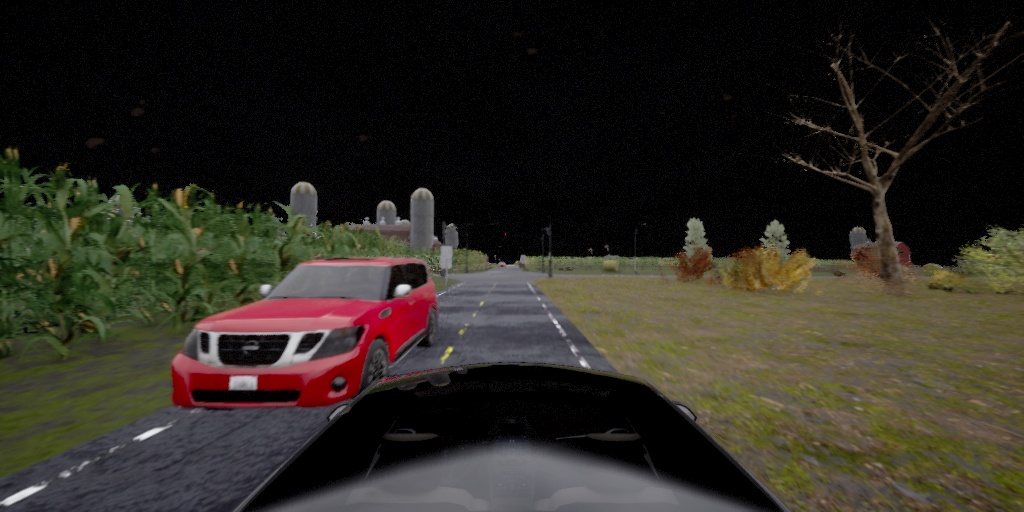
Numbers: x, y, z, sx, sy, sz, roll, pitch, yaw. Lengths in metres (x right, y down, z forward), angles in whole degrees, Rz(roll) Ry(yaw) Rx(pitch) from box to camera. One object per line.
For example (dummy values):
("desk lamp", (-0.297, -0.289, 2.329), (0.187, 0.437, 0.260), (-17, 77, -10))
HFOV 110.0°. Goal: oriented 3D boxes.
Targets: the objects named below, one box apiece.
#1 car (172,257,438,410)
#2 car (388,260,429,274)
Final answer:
("car", (-2.847, 1.025, 6.570), (2.150, 2.045, 5.566), (0, -1, 0))
("car", (-13.072, 1.416, 45.443), (4.553, 1.767, 2.097), (0, -2, -3))
